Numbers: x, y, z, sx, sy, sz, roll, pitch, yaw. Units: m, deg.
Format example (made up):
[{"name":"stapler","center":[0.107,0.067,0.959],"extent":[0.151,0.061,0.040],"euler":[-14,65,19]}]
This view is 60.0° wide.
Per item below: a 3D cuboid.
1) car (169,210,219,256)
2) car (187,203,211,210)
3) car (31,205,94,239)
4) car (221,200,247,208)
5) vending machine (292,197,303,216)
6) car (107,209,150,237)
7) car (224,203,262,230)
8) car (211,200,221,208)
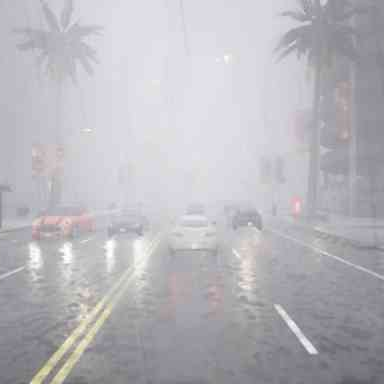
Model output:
[{"name":"car","center":[0.060,1.676,13.765],"extent":[1.812,1.442,4.674],"euler":[0,-1,0]},{"name":"car","center":[0.559,1.931,35.352],"extent":[2.033,1.411,5.357],"euler":[0,-1,7]},{"name":"car","center":[-7.097,1.556,18.703],"extent":[2.097,1.767,4.553],"euler":[0,-1,0]},{"name":"car","center":[5.007,1.905,39.409],"extent":[1.882,1.535,5.008],"euler":[0,-1,14]},{"name":"vending machine","center":[11.671,1.596,36.941],"extent":[1.100,2.100,0.880],"euler":[0,-1,14]},{"name":"car","center":[-3.597,1.739,19.575],"extent":[1.812,1.442,4.674],"euler":[0,-1,0]},{"name":"car","center":[3.555,1.753,22.930],"extent":[1.837,1.490,4.892],"euler":[0,-1,0]},{"name":"car","center":[4.959,2.160,60.510],"extent":[1.837,1.490,4.892],"euler":[-1,-1,43]}]
